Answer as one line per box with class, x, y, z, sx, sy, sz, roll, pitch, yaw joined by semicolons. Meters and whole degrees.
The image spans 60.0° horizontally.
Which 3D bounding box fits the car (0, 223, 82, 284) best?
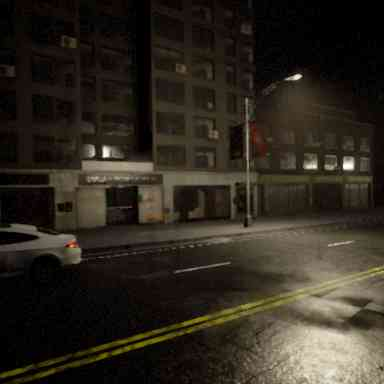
car;-5.099;1.525;8.003;4.674;1.442;1.812;0;0;-35
